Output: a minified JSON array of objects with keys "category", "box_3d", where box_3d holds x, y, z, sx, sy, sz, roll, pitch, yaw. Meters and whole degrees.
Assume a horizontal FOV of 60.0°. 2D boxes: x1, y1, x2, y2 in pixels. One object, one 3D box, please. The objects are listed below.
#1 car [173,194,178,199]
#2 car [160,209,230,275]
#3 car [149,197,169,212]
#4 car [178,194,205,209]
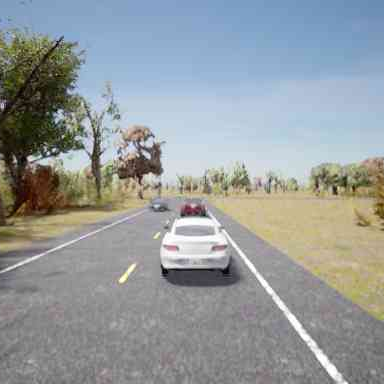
[{"category":"car","box_3d":[-3.490,1.033,76.987,1.895,1.301,4.718,0,0,0]},{"category":"car","box_3d":[0.084,1.480,10.179,1.812,1.442,4.674,0,0,0]},{"category":"car","box_3d":[-3.590,1.323,36.459,2.128,1.511,4.902,0,0,0]},{"category":"car","box_3d":[0.096,1.218,29.424,2.097,1.767,4.553,0,0,0]}]
